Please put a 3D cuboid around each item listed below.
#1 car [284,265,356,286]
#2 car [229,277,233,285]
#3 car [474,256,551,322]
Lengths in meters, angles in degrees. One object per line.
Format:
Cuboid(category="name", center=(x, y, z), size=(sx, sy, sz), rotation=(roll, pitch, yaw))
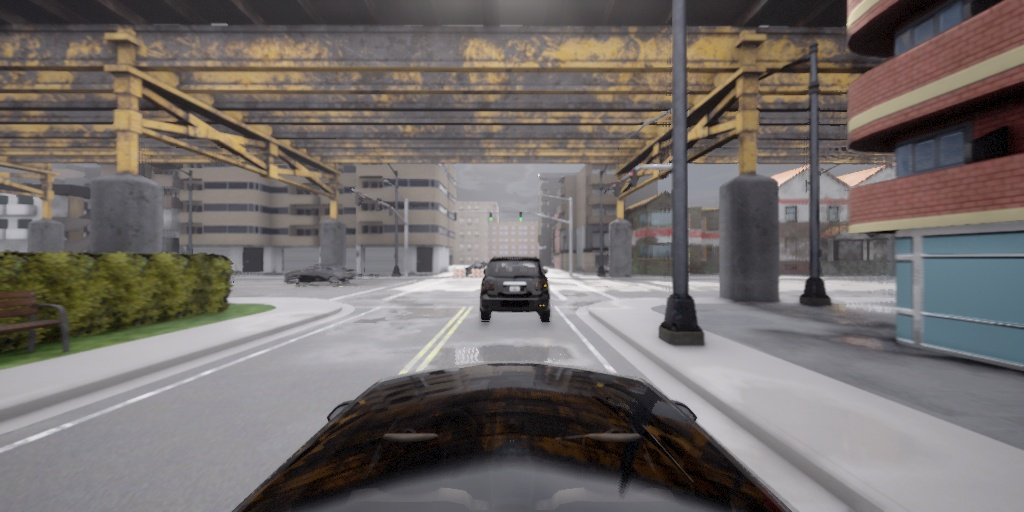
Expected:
Cuboid(category="car", center=(-14.129, 1.377, 26.527), size=(4.902, 1.511, 2.128), rotation=(0, 0, 0))
Cuboid(category="car", center=(-20.526, 1.218, 22.795), size=(4.553, 1.767, 2.097), rotation=(0, 0, 0))
Cuboid(category="car", center=(0.148, 1.032, 12.760), size=(2.150, 2.045, 5.566), rotation=(0, 0, 1))
